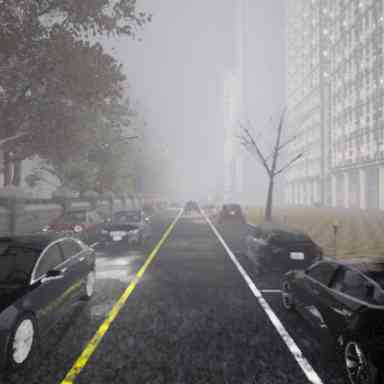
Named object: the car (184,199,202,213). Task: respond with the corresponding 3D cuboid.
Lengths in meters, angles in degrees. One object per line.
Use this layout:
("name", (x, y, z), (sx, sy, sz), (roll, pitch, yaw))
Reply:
("car", (0.006, 1.893, 43.690), (1.812, 1.442, 4.674), (0, -1, 0))

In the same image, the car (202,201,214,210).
("car", (2.693, 2.243, 55.651), (1.802, 1.307, 4.206), (0, -1, 0))

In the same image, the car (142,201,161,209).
("car", (-5.688, 2.068, 44.388), (1.887, 1.381, 4.507), (0, -1, 0))

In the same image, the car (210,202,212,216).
("car", (3.150, 1.931, 34.641), (1.812, 1.442, 4.674), (0, -1, 0))

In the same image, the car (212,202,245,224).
("car", (3.114, 1.673, 27.614), (2.097, 1.767, 4.553), (0, -1, 0))

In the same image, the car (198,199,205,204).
("car", (2.694, 2.754, 95.073), (1.802, 1.307, 4.206), (0, -1, 0))

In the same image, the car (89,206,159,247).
("car", (-3.077, 1.679, 16.226), (2.128, 1.511, 4.902), (0, -1, 0))

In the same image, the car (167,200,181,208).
("car", (-3.024, 2.308, 62.399), (1.994, 1.385, 4.181), (0, -1, 1))

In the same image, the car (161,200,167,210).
("car", (-5.687, 2.206, 55.651), (1.887, 1.381, 4.507), (0, -1, 0))

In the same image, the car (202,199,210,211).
("car", (2.693, 2.143, 50.019), (2.008, 1.369, 4.403), (0, -1, 0))

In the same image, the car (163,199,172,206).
("car", (-5.687, 2.472, 78.009), (1.752, 1.417, 4.829), (0, -1, 0))

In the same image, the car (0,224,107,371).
("car", (-3.096, 1.572, 5.839), (1.837, 1.490, 4.892), (0, -1, 0))

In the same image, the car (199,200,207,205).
("car", (2.693, 2.605, 83.809), (1.802, 1.307, 4.206), (0, -1, 0))

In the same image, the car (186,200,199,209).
("car", (0.006, 2.048, 55.125), (2.033, 1.411, 5.357), (0, -1, 0))

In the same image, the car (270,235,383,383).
("car", (2.692, 1.623, 4.964), (1.947, 1.339, 4.313), (0, -1, 0))

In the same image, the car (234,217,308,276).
("car", (2.692, 1.688, 10.596), (1.947, 1.339, 4.313), (0, -1, 0))

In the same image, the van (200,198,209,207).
("van", (2.694, 2.216, 72.550), (1.690, 1.788, 3.998), (0, -1, 0))

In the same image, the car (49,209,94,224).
("car", (-5.688, 1.627, 16.230), (1.967, 1.590, 4.097), (0, -1, 0))
